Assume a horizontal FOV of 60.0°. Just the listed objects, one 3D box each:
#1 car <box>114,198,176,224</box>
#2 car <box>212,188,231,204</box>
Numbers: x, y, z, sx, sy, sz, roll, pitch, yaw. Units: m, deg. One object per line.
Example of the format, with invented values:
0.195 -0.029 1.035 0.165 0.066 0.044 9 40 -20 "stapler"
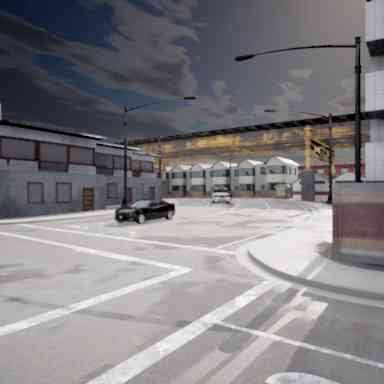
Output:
-3.076 1.223 22.589 1.882 1.535 5.008 0 1 32 "car"
3.797 0.459 43.225 2.150 2.045 5.566 0 1 3 "car"
